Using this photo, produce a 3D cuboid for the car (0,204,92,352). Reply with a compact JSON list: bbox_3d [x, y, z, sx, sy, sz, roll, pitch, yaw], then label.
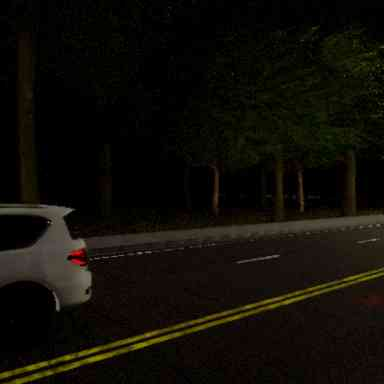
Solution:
[{"bbox_3d":[-4.271,1.221,4.630,5.566,2.045,2.150,0,0,-35],"label":"car"}]
